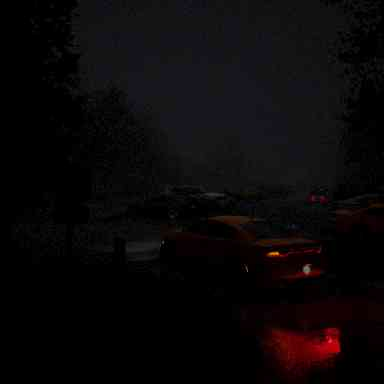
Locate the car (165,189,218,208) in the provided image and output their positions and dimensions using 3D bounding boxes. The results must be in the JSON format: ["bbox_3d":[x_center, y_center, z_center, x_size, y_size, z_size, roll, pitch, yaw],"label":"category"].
[{"bbox_3d":[-0.938,0.813,24.714,5.008,1.535,2.097,1,3,24],"label":"car"}]

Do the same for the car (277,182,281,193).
[{"bbox_3d":[10.347,-0.322,50.041,4.792,1.488,2.163,1,2,24],"label":"car"}]

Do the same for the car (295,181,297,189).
[{"bbox_3d":[18.203,-1.039,67.802,4.892,1.521,2.231,1,2,24],"label":"car"}]

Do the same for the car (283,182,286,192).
[{"bbox_3d":[12.548,-0.519,55.136,4.792,1.488,2.163,1,2,24],"label":"car"}]

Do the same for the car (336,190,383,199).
[{"bbox_3d":[9.962,1.019,16.972,4.553,1.767,2.185,1,3,24],"label":"car"}]

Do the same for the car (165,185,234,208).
[{"bbox_3d":[0.209,0.440,27.227,5.566,2.045,2.435,1,3,24],"label":"car"}]

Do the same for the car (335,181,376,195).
[{"bbox_3d":[25.595,-0.682,52.277,5.566,2.045,2.435,1,2,24],"label":"car"}]

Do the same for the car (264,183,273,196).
[{"bbox_3d":[7.113,-0.036,42.379,5.366,1.575,1.946,1,3,24],"label":"car"}]

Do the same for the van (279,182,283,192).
[{"bbox_3d":[11.554,-0.674,52.531,4.442,1.987,1.878,1,2,24],"label":"van"}]

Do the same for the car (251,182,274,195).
[{"bbox_3d":[8.061,-0.145,44.984,4.892,1.521,2.231,1,3,24],"label":"car"}]

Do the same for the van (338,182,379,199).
[{"bbox_3d":[21.018,-0.262,42.177,4.442,1.987,1.878,1,3,24],"label":"van"}]

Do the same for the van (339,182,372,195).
[{"bbox_3d":[24.390,-0.560,49.785,4.442,1.987,1.878,1,2,24],"label":"van"}]

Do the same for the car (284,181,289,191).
[{"bbox_3d":[13.675,-0.618,57.671,4.792,1.488,2.163,1,2,24],"label":"car"}]

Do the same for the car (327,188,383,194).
[{"bbox_3d":[13.087,0.776,24.538,5.366,1.575,1.946,1,3,24],"label":"car"}]

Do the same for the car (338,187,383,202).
[{"bbox_3d":[18.955,0.204,37.209,4.792,1.488,2.163,1,3,24],"label":"car"}]

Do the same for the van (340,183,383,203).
[{"bbox_3d":[17.910,0.067,34.632,4.442,1.987,1.878,1,3,24],"label":"van"}]

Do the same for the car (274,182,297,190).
[{"bbox_3d":[20.434,-1.363,72.878,4.553,1.767,2.185,1,2,24],"label":"car"}]

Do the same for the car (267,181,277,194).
[{"bbox_3d":[9.223,-0.376,47.502,4.553,1.767,2.185,1,3,24],"label":"car"}]

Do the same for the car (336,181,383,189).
[{"bbox_3d":[15.530,0.287,29.497,5.566,2.045,2.435,1,3,24],"label":"car"}]

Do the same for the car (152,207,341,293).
[{"bbox_3d":[0.954,1.351,8.625,1.882,1.535,5.008,2,-1,-32],"label":"car"}]

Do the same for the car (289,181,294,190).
[{"bbox_3d":[15.786,-0.850,62.804,5.366,1.575,1.946,1,2,24],"label":"car"}]

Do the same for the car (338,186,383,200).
[{"bbox_3d":[20.026,0.099,39.619,4.792,1.488,2.163,1,3,24],"label":"car"}]

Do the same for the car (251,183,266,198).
[{"bbox_3d":[5.697,0.070,40.107,5.366,1.575,1.946,1,3,24],"label":"car"}]

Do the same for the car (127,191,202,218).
[{"bbox_3d":[-2.097,0.965,22.196,4.792,1.488,2.163,1,3,24],"label":"car"}]

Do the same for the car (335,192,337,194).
[{"bbox_3d":[12.130,0.944,21.937,4.674,1.452,2.002,1,3,24],"label":"car"}]

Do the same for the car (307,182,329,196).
[{"bbox_3d":[18.124,-0.239,47.571,2.128,1.511,4.902,1,2,24],"label":"car"}]

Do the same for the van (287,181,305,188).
[{"bbox_3d":[28.237,-2.079,90.643,4.442,1.987,1.878,1,2,24],"label":"van"}]

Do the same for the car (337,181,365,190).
[{"bbox_3d":[34.641,-1.472,72.630,5.566,2.045,2.435,1,2,24],"label":"car"}]

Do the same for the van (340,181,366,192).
[{"bbox_3d":[31.401,-1.150,64.984,4.442,1.987,1.878,1,2,24],"label":"van"}]

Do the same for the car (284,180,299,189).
[{"bbox_3d":[19.166,-1.145,70.409,5.366,1.575,1.946,1,2,24],"label":"car"}]

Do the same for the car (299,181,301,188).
[{"bbox_3d":[21.561,-1.462,75.413,4.553,1.767,2.185,1,2,24],"label":"car"}]

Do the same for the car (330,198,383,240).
[{"bbox_3d":[8.804,1.265,14.463,5.008,1.535,2.097,1,3,24],"label":"car"}]

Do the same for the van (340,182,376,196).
[{"bbox_3d":[23.478,-0.458,47.160,4.442,1.987,1.878,1,2,24],"label":"van"}]

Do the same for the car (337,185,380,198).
[{"bbox_3d":[22.252,-0.136,44.685,5.008,1.535,2.097,1,2,24],"label":"car"}]

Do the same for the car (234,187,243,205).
[{"bbox_3d":[1.480,0.568,29.710,5.366,1.575,1.946,1,3,24],"label":"car"}]

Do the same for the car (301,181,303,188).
[{"bbox_3d":[22.711,-1.434,77.943,5.008,1.535,2.097,1,2,24],"label":"car"}]

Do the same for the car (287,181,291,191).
[{"bbox_3d":[14.802,-0.716,60.206,4.792,1.488,2.163,1,2,24],"label":"car"}]

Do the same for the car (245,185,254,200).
[{"bbox_3d":[3.394,0.317,34.929,5.366,1.575,1.946,1,3,24],"label":"car"}]

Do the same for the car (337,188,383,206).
[{"bbox_3d":[16.603,0.445,32.061,4.792,1.488,2.163,1,3,24],"label":"car"}]

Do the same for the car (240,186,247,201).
[{"bbox_3d":[2.443,0.447,32.317,4.892,1.521,2.231,1,3,24],"label":"car"}]

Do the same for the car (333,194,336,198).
[{"bbox_3d":[10.981,1.056,19.419,4.792,1.488,2.163,1,3,24],"label":"car"}]

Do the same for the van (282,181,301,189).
[{"bbox_3d":[24.863,-1.858,83.050,4.442,1.987,1.878,1,2,24],"label":"van"}]

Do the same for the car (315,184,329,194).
[{"bbox_3d":[22.304,-0.618,56.974,1.882,1.535,5.008,1,2,24],"label":"car"}]

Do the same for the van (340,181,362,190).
[{"bbox_3d":[35.898,-1.543,75.103,4.442,1.987,1.878,1,2,24],"label":"van"}]

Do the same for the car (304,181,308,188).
[{"bbox_3d":[26.123,-1.980,85.525,5.566,2.045,2.435,1,2,24],"label":"car"}]
